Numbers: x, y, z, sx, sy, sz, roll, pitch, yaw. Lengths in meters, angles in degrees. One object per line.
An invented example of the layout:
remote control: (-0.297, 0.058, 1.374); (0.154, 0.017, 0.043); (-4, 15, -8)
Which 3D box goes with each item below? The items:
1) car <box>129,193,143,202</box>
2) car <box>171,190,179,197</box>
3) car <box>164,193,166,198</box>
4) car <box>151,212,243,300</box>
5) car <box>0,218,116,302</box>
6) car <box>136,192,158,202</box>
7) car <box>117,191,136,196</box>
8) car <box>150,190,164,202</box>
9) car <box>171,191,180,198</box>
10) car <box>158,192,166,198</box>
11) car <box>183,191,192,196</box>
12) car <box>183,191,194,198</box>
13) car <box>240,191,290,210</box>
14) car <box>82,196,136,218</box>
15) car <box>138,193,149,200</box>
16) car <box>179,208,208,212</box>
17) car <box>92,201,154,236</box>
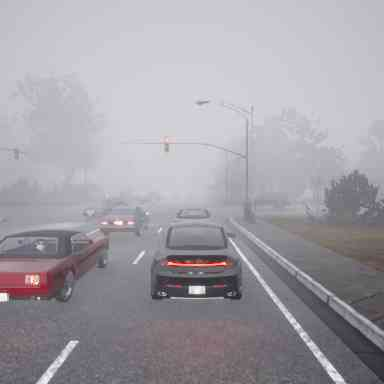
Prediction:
car: (-10.676, 0.987, 63.683); (1.882, 1.535, 5.008); (0, 1, 0)
car: (-4.912, 0.451, 94.749); (2.097, 1.767, 4.553); (0, 1, -7)
car: (-7.237, 0.876, 73.642); (1.882, 1.535, 5.008); (0, 1, -1)
car: (0.088, 1.473, 8.315); (1.837, 1.490, 4.892); (0, 0, 0)
car: (-3.413, 1.570, 8.135); (1.895, 1.301, 4.718); (0, 0, 0)
car: (-7.192, 1.151, 53.277); (2.033, 1.411, 5.357); (0, 0, 0)
car: (-10.691, 0.821, 53.796); (2.150, 2.045, 5.566); (0, 0, 0)
car: (-7.166, 0.733, 63.452); (2.150, 2.045, 5.566); (0, 1, -1)
car: (-4.143, 0.602, 84.681); (2.097, 1.767, 4.553); (0, 1, -4)
car: (-7.602, 0.780, 83.911); (1.812, 1.442, 4.674); (0, 1, -3)
car: (-1.424, 0.465, 95.112); (2.033, 1.411, 5.357); (0, 1, -7)
car: (-0.671, 0.783, 85.235); (1.994, 1.385, 4.181); (0, 1, -4)
car: (8.313, 0.949, 37.890); (5.566, 2.045, 2.150); (0, 1, -6)
car: (-6.612, 1.319, 26.002); (2.128, 1.511, 4.902); (0, 0, 16)
car: (-10.742, 0.991, 73.769); (1.895, 1.301, 4.718); (0, 1, -1)
car: (0.080, 1.497, 17.628); (1.895, 1.301, 4.718); (0, 0, 0)
car: (-3.446, 1.442, 17.724); (2.033, 1.411, 5.357); (0, 0, -1)
